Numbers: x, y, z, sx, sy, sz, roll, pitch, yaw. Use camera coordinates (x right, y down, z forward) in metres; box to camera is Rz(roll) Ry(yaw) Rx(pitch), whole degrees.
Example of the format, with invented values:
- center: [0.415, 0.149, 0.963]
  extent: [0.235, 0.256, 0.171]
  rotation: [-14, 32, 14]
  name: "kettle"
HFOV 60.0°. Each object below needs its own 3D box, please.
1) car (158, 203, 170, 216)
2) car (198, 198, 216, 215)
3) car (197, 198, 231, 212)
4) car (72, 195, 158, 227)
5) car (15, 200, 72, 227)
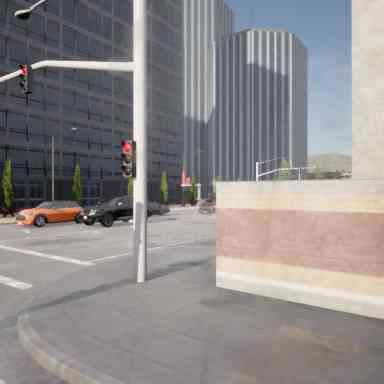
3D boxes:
- center: [-4.265, 1.603, 30.933]
  extent: [2.033, 1.411, 5.357]
  rotation: [0, 0, 36]
  name: "car"
- center: [2.599, 1.407, 34.479]
  extent: [2.097, 1.767, 4.553]
  rotation: [0, 0, 36]
  name: "car"
- center: [2.805, 1.556, 40.749]
  extent: [1.837, 1.490, 4.892]
  rotation: [0, 1, 36]
  name: "car"
- center: [-5.236, 1.277, 23.585]
  extent: [2.150, 2.045, 5.566]
  rotation: [0, 0, 36]
  name: "car"
- center: [-9.792, 1.407, 23.239]
  extent: [2.097, 1.767, 4.553]
  rotation: [0, 0, 36]
  name: "car"
